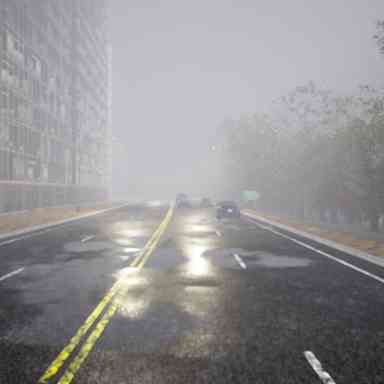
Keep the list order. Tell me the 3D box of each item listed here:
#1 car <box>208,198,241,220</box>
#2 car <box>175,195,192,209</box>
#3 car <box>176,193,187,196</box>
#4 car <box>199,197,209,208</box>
[{"bbox_3d":[2.878,1.487,28.063,2.163,1.488,4.792,0,0,-2],"label":"car"},{"bbox_3d":[-1.009,1.534,44.555,1.994,1.385,4.181,0,0,-3],"label":"car"},{"bbox_3d":[-1.716,1.176,55.950,2.150,2.045,5.566,0,0,-4],"label":"car"},{"bbox_3d":[1.972,1.488,48.512,1.812,1.442,4.674,0,0,-3],"label":"car"}]
